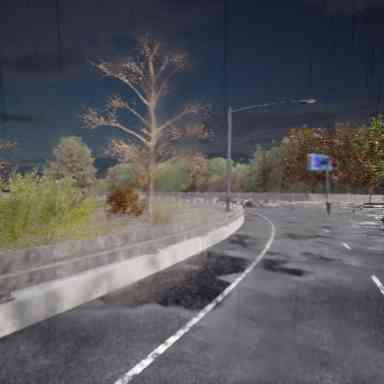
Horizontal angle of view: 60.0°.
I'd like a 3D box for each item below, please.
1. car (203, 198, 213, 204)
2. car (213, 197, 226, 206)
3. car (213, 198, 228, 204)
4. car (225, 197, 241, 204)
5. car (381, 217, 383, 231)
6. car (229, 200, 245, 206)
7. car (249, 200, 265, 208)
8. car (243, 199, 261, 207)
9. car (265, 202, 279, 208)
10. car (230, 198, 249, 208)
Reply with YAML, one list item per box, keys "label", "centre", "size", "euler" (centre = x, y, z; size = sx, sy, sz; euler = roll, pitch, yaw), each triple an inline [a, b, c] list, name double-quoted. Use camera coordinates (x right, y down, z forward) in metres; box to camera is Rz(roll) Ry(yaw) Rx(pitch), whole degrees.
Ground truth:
- label: "car"
  centre: [3.946, 2.193, 82.978]
  size: [2.128, 1.511, 4.902]
  euler: [1, -1, -22]
- label: "car"
  centre: [6.963, 2.053, 73.028]
  size: [2.150, 2.045, 5.566]
  euler: [1, -1, -14]
- label: "car"
  centre: [7.232, 2.347, 84.172]
  size: [1.895, 1.301, 4.718]
  euler: [1, -1, -22]
- label: "car"
  centre: [10.559, 2.190, 85.284]
  size: [2.097, 1.767, 4.553]
  euler: [1, -1, -22]
- label: "car"
  centre: [14.276, 1.998, 22.151]
  size: [1.882, 1.535, 5.008]
  euler: [1, 0, 13]
- label: "car"
  centre: [10.050, 2.509, 74.925]
  size: [1.895, 1.301, 4.718]
  euler: [1, -1, -17]
- label: "car"
  centre: [12.058, 2.380, 65.801]
  size: [2.128, 1.511, 4.902]
  euler: [1, -1, -10]
- label: "car"
  centre: [13.559, 2.521, 75.412]
  size: [2.128, 1.511, 4.902]
  euler: [1, -1, -17]
- label: "car"
  centre: [15.537, 2.552, 66.189]
  size: [1.895, 1.301, 4.718]
  euler: [1, -1, -10]
- label: "car"
  centre: [8.794, 2.311, 64.048]
  size: [1.812, 1.442, 4.674]
  euler: [1, -1, -10]
